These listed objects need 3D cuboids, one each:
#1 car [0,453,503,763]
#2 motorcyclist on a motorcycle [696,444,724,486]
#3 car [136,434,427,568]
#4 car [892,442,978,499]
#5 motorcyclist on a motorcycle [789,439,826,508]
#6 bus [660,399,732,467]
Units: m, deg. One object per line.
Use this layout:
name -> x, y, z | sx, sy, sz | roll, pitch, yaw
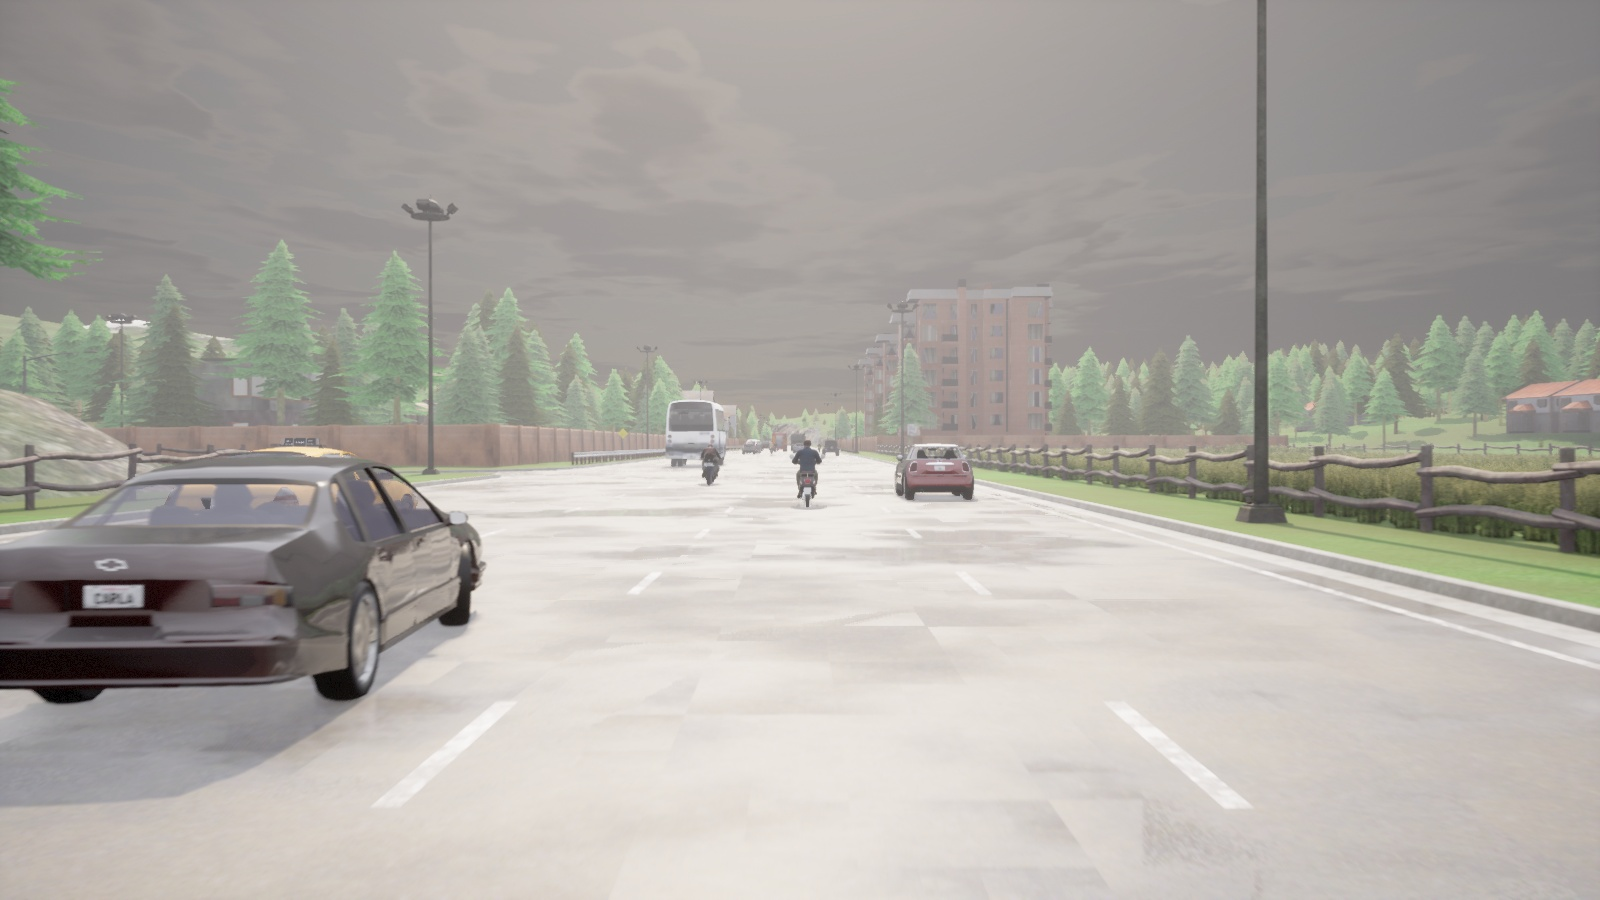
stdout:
car -> -3.524, 0.745, 8.574 | 2.033, 1.411, 5.357 | 0, 0, -4
motorcyclist on a motorcycle -> -3.286, 0.533, 45.978 | 0.866, 1.530, 2.191 | 0, 0, -1
car -> -6.886, 0.587, 17.432 | 1.801, 1.575, 5.366 | 0, 0, 0
car -> 3.677, 0.529, 34.812 | 1.970, 1.475, 3.806 | 0, 0, 0
motorcyclist on a motorcycle -> 0.174, 0.539, 30.085 | 0.866, 1.590, 1.817 | 0, 0, 0
bus -> -6.794, -1.085, 83.971 | 3.944, 4.253, 10.273 | 0, 0, 0
